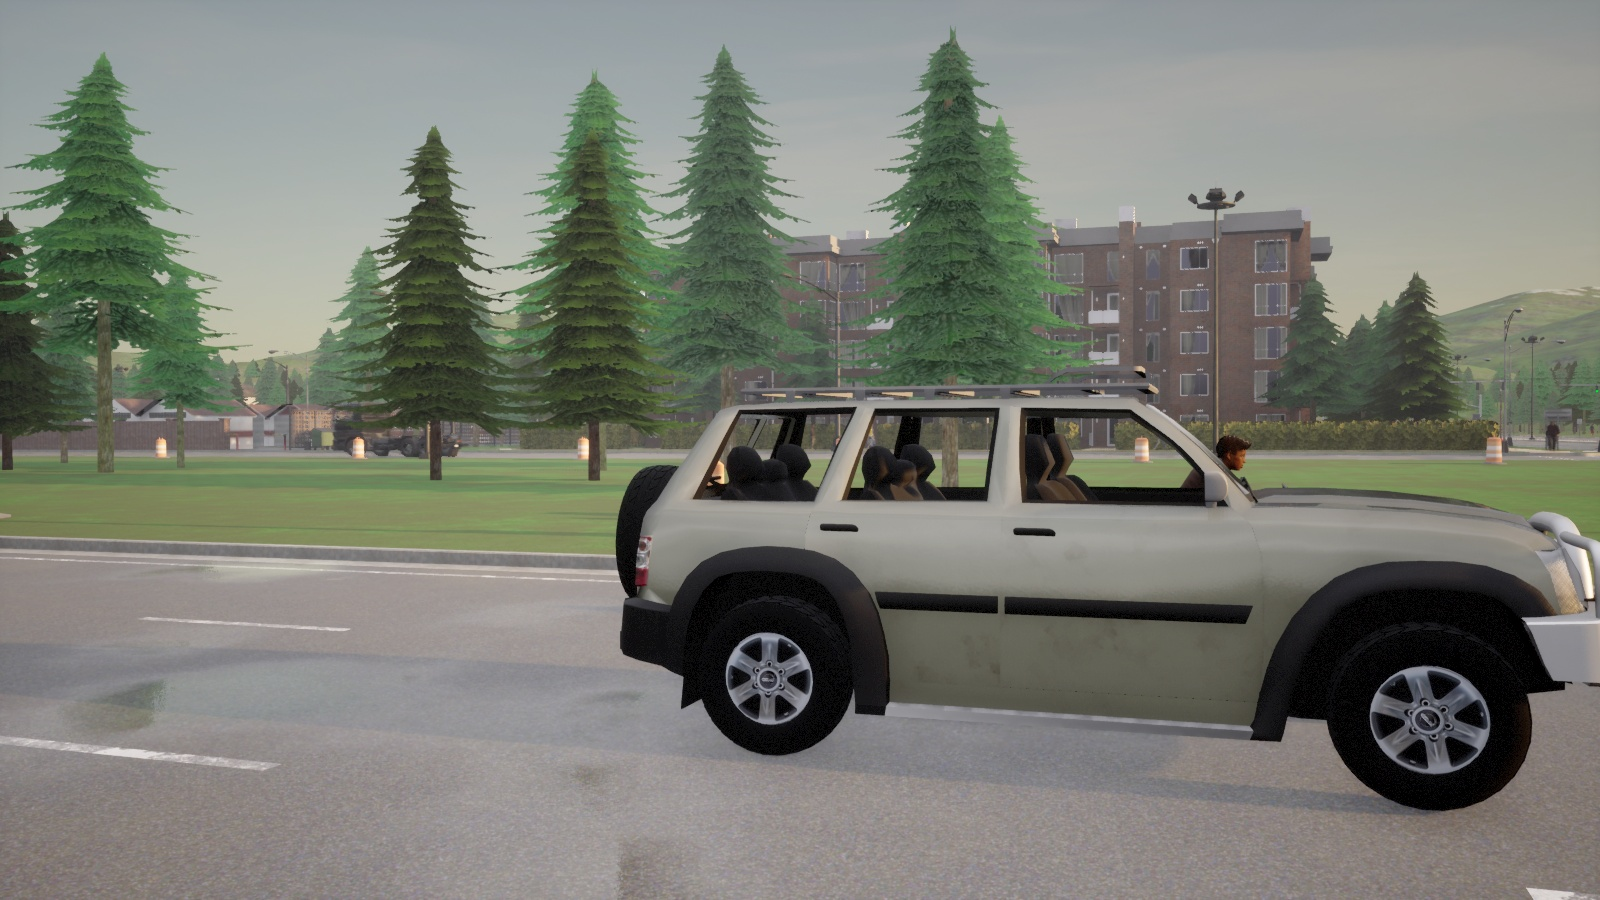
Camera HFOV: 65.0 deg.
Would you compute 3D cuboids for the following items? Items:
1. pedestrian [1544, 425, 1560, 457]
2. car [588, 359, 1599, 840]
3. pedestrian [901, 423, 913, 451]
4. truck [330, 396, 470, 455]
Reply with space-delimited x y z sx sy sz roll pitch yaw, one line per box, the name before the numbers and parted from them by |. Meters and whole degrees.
pedestrian | 42.662 -0.515 71.213 0.634 1.844 0.899 1 1 38
car | 1.444 0.546 6.396 4.605 1.855 1.932 1 1 18
pedestrian | 7.210 -0.873 84.629 0.726 1.835 0.370 1 1 19
truck | -24.294 -1.468 76.294 7.936 3.462 2.891 1 1 19
